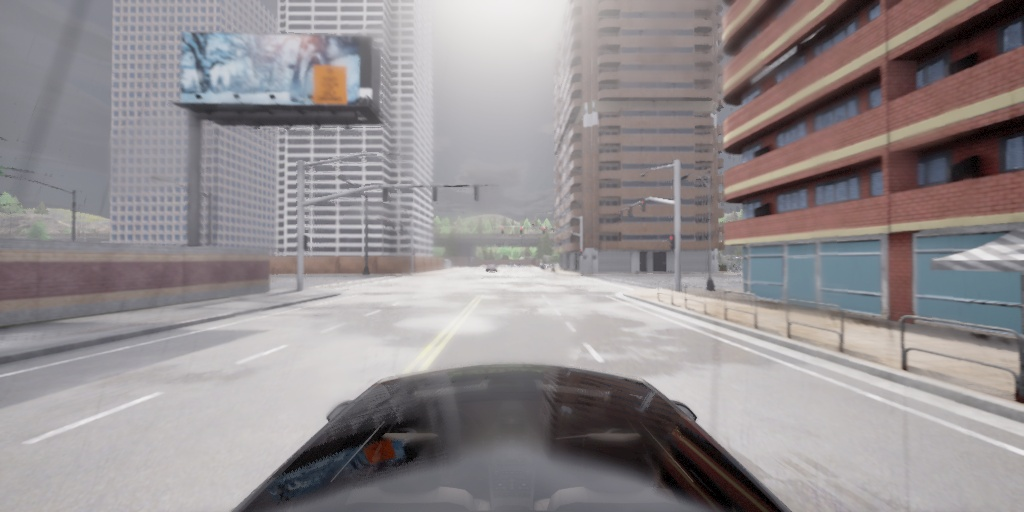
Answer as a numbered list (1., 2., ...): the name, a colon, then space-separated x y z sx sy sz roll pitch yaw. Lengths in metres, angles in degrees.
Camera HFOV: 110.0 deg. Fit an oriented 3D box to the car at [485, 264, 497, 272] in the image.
1. car: -3.507 2.089 61.649 1.812 1.442 4.674 0 0 0
